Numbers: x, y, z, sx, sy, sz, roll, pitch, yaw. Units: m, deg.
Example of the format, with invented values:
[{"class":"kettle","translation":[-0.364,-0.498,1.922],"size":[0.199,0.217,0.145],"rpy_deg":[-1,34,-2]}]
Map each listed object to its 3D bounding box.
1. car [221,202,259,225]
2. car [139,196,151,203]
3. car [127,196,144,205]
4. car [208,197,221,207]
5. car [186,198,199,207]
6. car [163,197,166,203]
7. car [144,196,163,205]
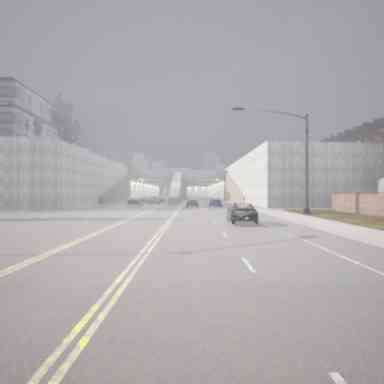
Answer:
[{"class":"car","translation":[3.592,1.532,24.274],"size":[2.128,1.511,4.902],"rpy_deg":[0,0,0]},{"class":"car","translation":[-10.526,1.665,74.575],"size":[2.033,1.411,5.357],"rpy_deg":[0,0,0]},{"class":"car","translation":[-10.536,1.703,60.873],"size":[1.895,1.301,4.718],"rpy_deg":[0,0,0]},{"class":"car","translation":[3.582,1.565,52.508],"size":[1.882,1.535,5.008],"rpy_deg":[0,0,0]},{"class":"car","translation":[0.082,1.614,52.952],"size":[1.812,1.442,4.674],"rpy_deg":[0,0,0]},{"class":"car","translation":[-7.026,1.720,74.546],"size":[1.895,1.301,4.718],"rpy_deg":[0,0,0]},{"class":"car","translation":[-7.039,1.454,61.010],"size":[2.097,1.767,4.553],"rpy_deg":[0,0,0]}]
